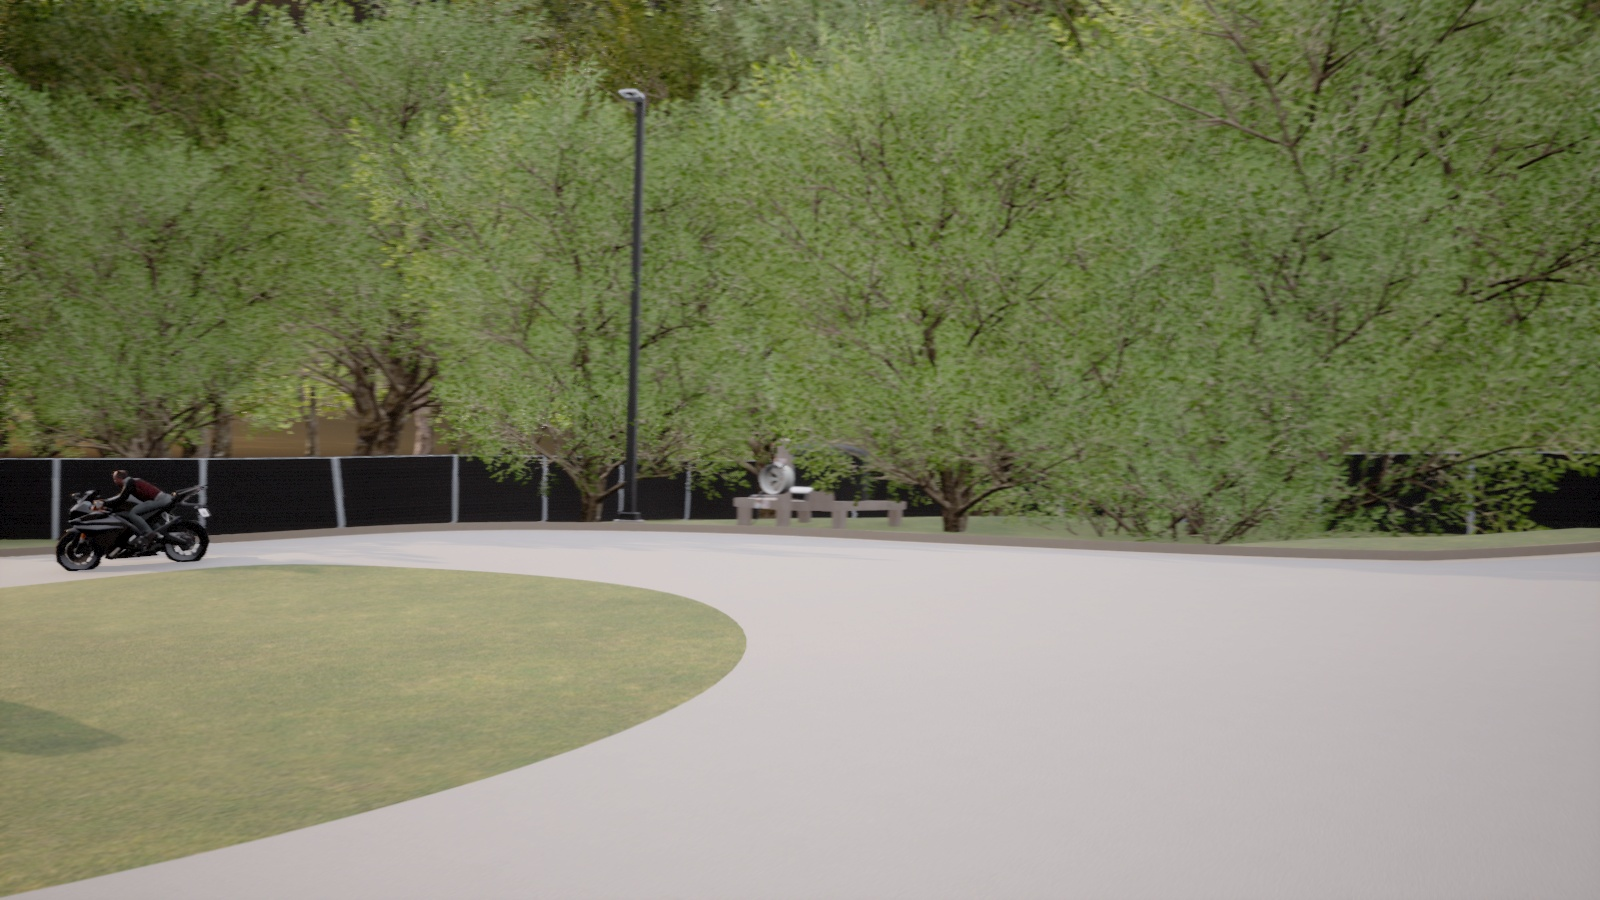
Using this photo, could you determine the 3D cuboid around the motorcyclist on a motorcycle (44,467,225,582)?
[{"bbox_3d":[-10.202,1.123,19.336,2.191,1.530,0.866,-5,1,-7],"label":"motorcyclist on a motorcycle"}]
